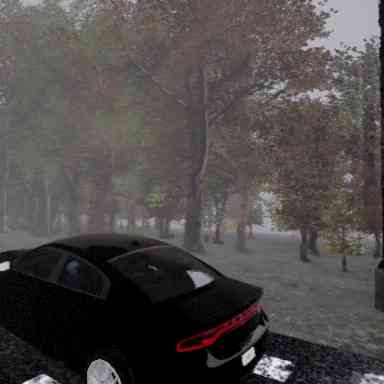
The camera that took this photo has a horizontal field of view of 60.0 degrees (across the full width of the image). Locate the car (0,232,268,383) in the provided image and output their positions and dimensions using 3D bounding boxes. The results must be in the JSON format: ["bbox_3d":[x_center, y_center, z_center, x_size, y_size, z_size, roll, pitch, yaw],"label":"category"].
[{"bbox_3d":[-1.418,1.335,4.797,5.008,1.535,1.882,4,3,36],"label":"car"}]
